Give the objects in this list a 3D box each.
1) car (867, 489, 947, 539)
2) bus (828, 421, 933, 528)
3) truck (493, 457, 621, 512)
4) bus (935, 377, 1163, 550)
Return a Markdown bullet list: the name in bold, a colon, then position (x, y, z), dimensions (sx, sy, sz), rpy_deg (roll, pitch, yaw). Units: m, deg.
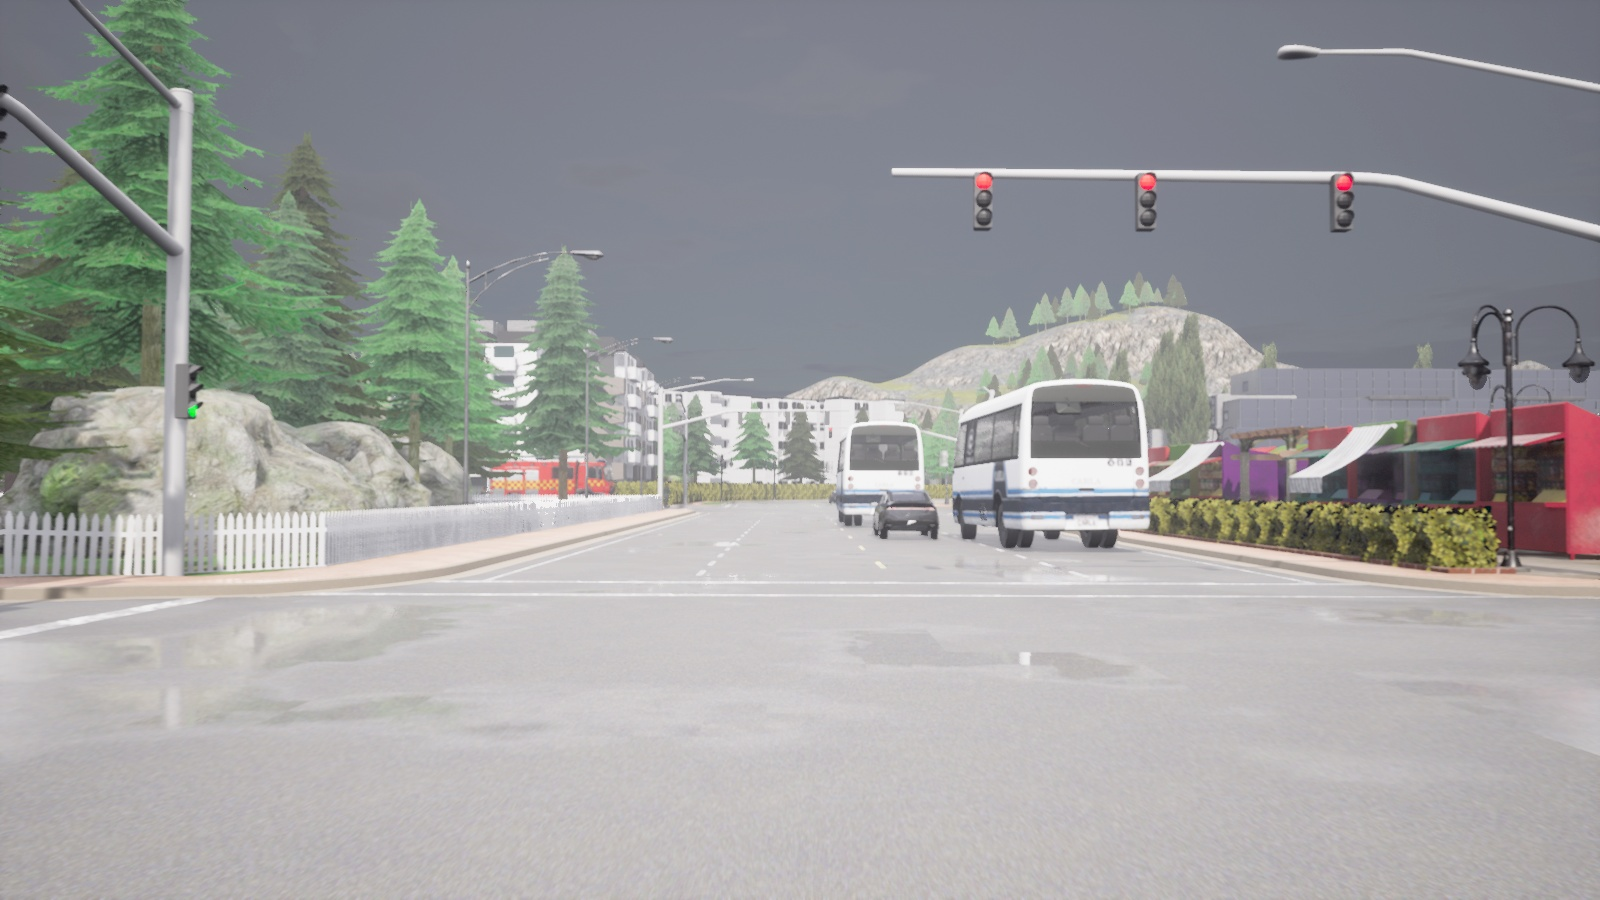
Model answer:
- **car**: position (3.381, 2.013, 40.639), dimensions (2.128, 1.511, 4.902), rpy_deg (0, -2, 0)
- **bus**: position (3.332, 1.127, 55.408), dimensions (3.944, 4.253, 10.273), rpy_deg (0, -2, 0)
- **truck**: position (-17.184, 2.456, 89.110), dimensions (8.468, 3.827, 2.891), rpy_deg (0, -2, 1)
- **bus**: position (6.727, 0.531, 36.248), dimensions (3.944, 4.253, 10.273), rpy_deg (-1, -2, -3)
